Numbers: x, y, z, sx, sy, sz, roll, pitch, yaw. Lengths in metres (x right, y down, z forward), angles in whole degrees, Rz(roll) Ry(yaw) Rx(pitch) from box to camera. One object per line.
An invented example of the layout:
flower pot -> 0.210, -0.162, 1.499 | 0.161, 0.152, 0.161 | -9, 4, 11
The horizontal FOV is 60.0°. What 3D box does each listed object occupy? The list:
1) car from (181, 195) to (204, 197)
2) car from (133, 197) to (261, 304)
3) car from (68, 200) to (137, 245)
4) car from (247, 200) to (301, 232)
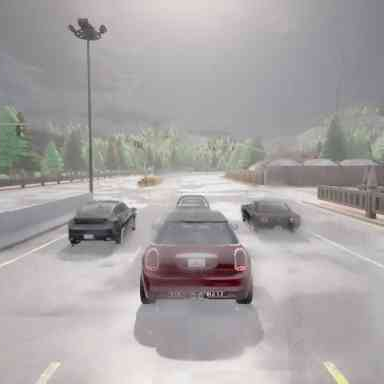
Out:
car -> 0.036, 0.859, 17.366 | 2.033, 1.411, 5.357 | 0, 4, 0
car -> 0.077, 1.191, 7.984 | 2.097, 1.767, 4.553 | 0, 2, 0
car -> -3.447, 1.078, 13.466 | 1.837, 1.490, 4.892 | 0, 4, 0
car -> 3.540, 1.019, 15.863 | 1.895, 1.301, 4.718 | 0, 4, 0
